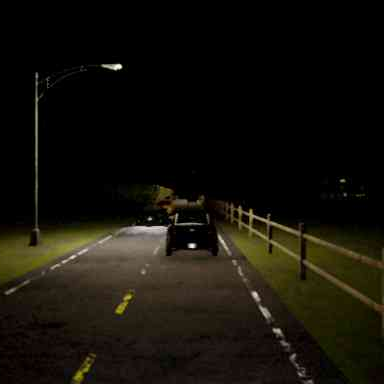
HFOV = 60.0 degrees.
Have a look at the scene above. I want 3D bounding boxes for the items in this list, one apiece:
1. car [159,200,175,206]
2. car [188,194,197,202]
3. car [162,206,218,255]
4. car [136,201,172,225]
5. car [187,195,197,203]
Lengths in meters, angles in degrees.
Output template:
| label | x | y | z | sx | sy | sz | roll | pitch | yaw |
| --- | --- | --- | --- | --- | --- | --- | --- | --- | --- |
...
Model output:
| label | x | y | z | sx | sy | sz | roll | pitch | yaw |
| --- | --- | --- | --- | --- | --- | --- | --- | --- | --- |
| car | -2.760 | 1.522 | 34.120 | 1.882 | 1.535 | 5.008 | 0 | 0 | 0 |
| car | 0.031 | 1.414 | 81.307 | 2.097 | 1.767 | 4.553 | 0 | 0 | 0 |
| car | 0.005 | 1.517 | 13.335 | 1.837 | 1.490 | 4.892 | 0 | 0 | 0 |
| car | -2.761 | 1.589 | 23.844 | 1.994 | 1.385 | 4.181 | 0 | 0 | 0 |
| car | 0.027 | 1.523 | 71.304 | 2.097 | 1.767 | 4.553 | 0 | 0 | 0 |
